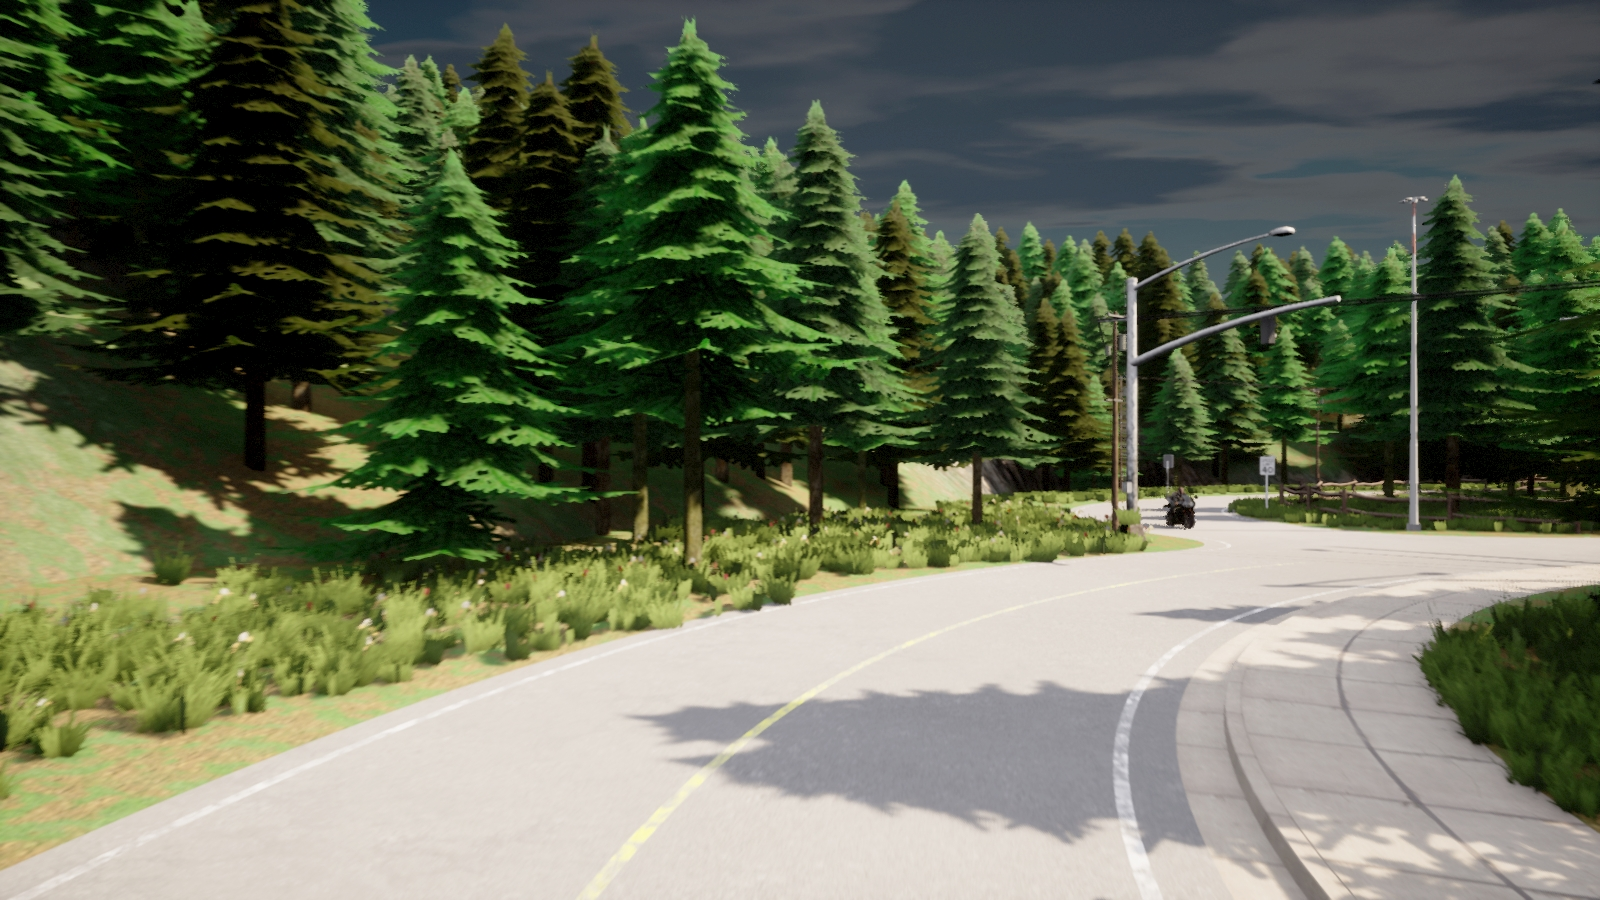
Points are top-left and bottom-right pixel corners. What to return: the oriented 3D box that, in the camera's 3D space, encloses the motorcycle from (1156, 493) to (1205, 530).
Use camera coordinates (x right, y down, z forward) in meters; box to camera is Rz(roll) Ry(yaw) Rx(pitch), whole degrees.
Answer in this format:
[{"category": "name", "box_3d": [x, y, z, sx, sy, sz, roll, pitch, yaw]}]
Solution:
[{"category": "motorcycle", "box_3d": [13.777, 2.214, 41.463, 0.867, 1.251, 2.209, 1, 0, -5]}]
